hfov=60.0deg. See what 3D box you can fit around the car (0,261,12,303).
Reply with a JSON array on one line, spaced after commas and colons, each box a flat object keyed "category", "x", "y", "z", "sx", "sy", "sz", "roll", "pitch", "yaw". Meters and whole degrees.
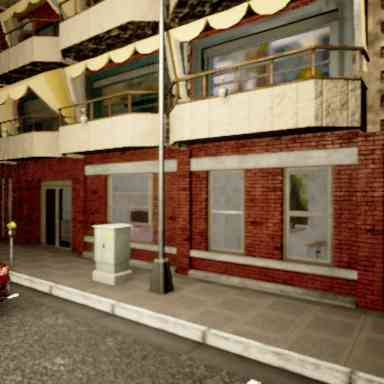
[{"category": "car", "x": -5.234, "y": 1.539, "z": 6.680, "sx": 4.206, "sy": 1.307, "sz": 1.802, "roll": 0, "pitch": 0, "yaw": 36}]
